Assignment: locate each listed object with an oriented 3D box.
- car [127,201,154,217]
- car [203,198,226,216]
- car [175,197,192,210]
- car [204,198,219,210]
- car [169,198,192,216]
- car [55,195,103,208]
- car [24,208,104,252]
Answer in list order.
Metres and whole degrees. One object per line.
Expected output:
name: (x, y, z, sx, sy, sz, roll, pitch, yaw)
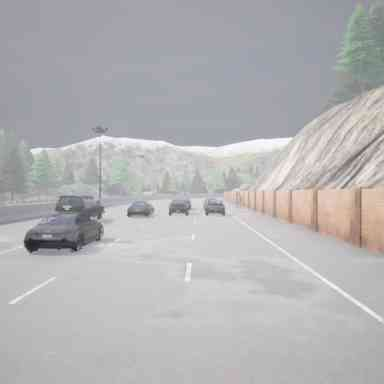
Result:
car: (-4.795, 1.563, 31.481, 1.994, 1.385, 4.181, 0, 0, 1)
car: (2.234, 1.491, 32.831, 2.128, 1.511, 4.902, 0, 0, 1)
car: (-1.050, 1.478, 43.486, 1.882, 1.535, 5.008, 0, 0, 1)
car: (2.446, 1.526, 43.277, 1.812, 1.442, 4.674, 0, 0, 1)
car: (-1.263, 1.505, 33.042, 1.837, 1.490, 4.892, 0, 0, 1)
car: (-8.422, 1.224, 25.246, 2.150, 2.045, 5.566, 0, 0, 1)
car: (-5.154, 1.564, 13.939, 1.994, 1.385, 4.181, 0, 0, 1)
